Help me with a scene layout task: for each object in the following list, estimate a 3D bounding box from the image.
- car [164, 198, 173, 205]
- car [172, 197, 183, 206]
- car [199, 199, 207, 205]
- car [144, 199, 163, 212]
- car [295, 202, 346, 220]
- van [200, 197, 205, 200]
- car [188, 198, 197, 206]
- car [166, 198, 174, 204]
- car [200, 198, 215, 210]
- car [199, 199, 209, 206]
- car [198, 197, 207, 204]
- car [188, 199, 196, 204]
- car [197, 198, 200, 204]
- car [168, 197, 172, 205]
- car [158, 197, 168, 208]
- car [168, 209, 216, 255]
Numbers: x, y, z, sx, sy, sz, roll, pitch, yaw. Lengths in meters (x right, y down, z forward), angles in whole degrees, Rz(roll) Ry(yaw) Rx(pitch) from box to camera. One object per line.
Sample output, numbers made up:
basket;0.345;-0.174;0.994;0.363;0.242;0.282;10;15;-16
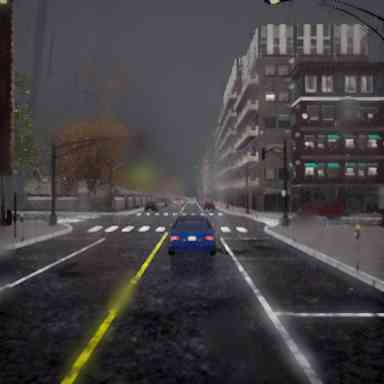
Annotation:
car;-5.675;2.287;81.031;1.967;1.590;4.097;0;-1;0
car;-2.988;2.110;73.529;2.097;1.767;4.553;0;-1;0
car;2.706;2.391;81.027;1.887;1.381;4.507;0;-1;0
car;-5.680;2.039;47.249;1.947;1.339;4.313;0;-1;0
car;13.472;1.942;34.924;5.009;1.841;2.192;1;-2;-1
van;2.703;1.935;58.511;1.690;1.788;3.998;0;-1;0
car;0.013;2.371;75.125;1.895;1.301;4.718;0;-1;0
car;-5.673;2.352;86.660;1.967;1.590;4.097;0;-1;0
car;2.701;2.078;52.878;1.887;1.381;4.507;0;-1;0
car;2.704;2.333;75.398;2.008;1.369;4.403;0;-1;0
car;2.707;2.226;86.660;2.192;1.841;5.009;0;-1;0
car;0.015;2.381;86.412;1.895;1.301;4.718;0;-1;0
car;2.704;2.159;69.769;1.967;1.590;4.097;0;-1;0
car;-5.677;1.971;64.142;2.192;1.841;5.009;0;-1;0
car;-5.678;2.117;58.341;1.752;1.417;4.829;0;-1;0
car;0.003;1.682;13.991;2.033;1.411;5.357;0;-1;0
